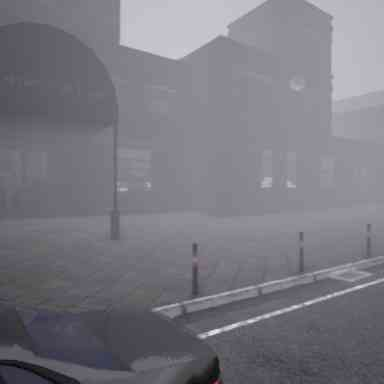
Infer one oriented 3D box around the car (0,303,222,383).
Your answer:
[{"bbox_3d":[-2.207,1.546,1.816,5.357,1.411,2.033,0,0,-35],"label":"car"}]
